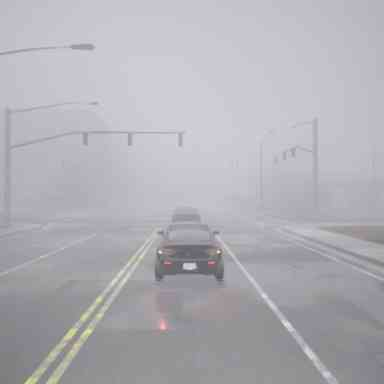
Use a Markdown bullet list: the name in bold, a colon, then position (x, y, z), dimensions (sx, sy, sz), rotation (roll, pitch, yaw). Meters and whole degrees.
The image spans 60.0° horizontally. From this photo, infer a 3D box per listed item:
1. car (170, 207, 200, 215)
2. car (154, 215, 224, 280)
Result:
- **car**: position (-0.465, 1.736, 22.626), dimensions (1.882, 1.535, 5.008), rotation (0, -1, -3)
- **car**: position (-0.101, 1.644, 10.239), dimensions (1.812, 1.442, 4.674), rotation (0, -1, -1)
